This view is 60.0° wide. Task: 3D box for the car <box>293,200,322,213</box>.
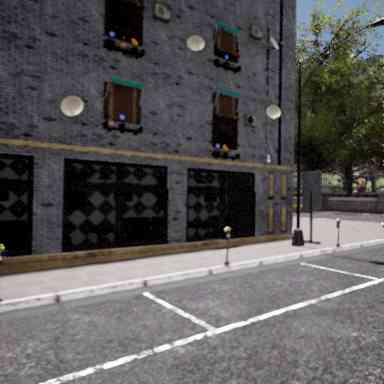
[{"bbox_3d":[12.515,1.602,38.463,1.752,1.417,4.829,2,-1,-35],"label":"car"}]
